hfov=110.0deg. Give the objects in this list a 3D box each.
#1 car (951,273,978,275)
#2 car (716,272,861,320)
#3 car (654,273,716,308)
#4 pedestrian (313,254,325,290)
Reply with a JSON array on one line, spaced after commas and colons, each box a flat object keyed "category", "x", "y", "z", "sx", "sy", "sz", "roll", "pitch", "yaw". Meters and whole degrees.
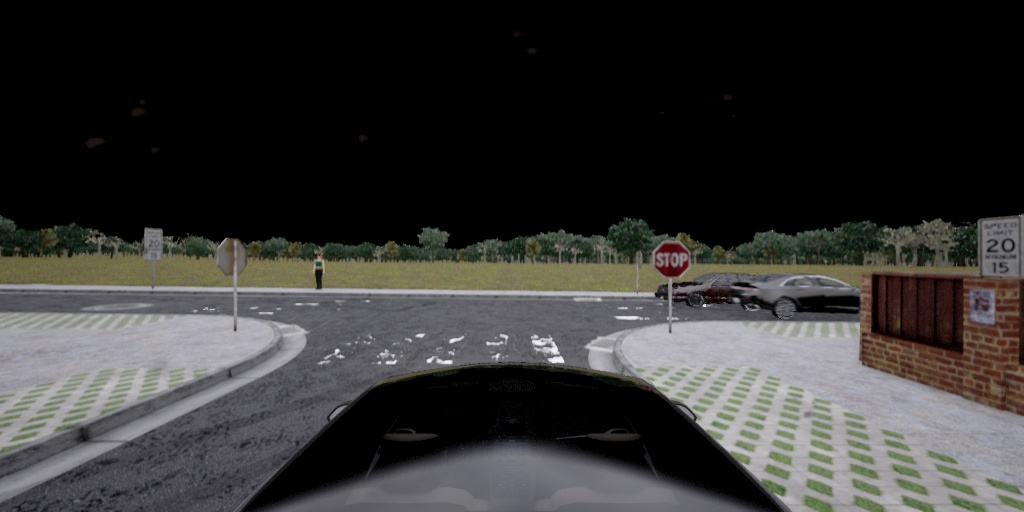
[{"category": "car", "x": 19.432, "y": 1.476, "z": 15.258, "sx": 4.902, "sy": 1.511, "sz": 2.128, "roll": 1, "pitch": 0, "yaw": 0}, {"category": "car", "x": 10.226, "y": 1.353, "z": 12.450, "sx": 4.902, "sy": 1.511, "sz": 2.128, "roll": 1, "pitch": 0, "yaw": 0}, {"category": "car", "x": 9.005, "y": 1.409, "z": 15.204, "sx": 5.357, "sy": 1.411, "sz": 2.033, "roll": 1, "pitch": 0, "yaw": 0}, {"category": "pedestrian", "x": -9.690, "y": 0.783, "z": 18.007, "sx": 0.375, "sy": 1.860, "sz": 0.375, "roll": 0, "pitch": -1, "yaw": 0}]
